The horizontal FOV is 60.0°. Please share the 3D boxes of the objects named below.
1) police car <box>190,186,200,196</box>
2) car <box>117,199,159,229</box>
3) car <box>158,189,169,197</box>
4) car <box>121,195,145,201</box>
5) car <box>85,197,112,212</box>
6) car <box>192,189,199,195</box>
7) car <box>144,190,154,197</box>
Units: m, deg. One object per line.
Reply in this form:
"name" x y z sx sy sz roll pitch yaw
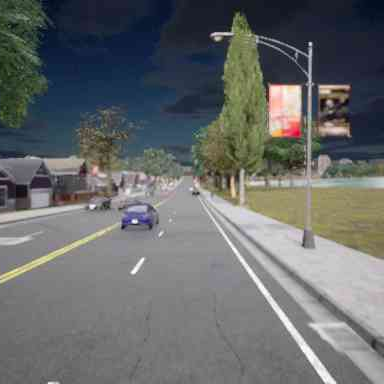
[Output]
"police car" 1.011 0.110 82.780 1.930 1.638 5.238 0 2 0
"car" -3.140 1.427 20.544 1.812 1.442 4.674 0 1 0
"car" -6.467 0.111 75.966 2.097 1.767 4.553 0 2 0
"car" -6.576 1.316 35.364 1.994 1.385 4.181 0 1 0
"car" -9.827 1.246 35.202 2.128 1.511 4.902 0 1 0
"car" 1.015 -0.140 92.668 1.837 1.490 4.892 0 2 0
"car" -9.717 0.257 75.942 1.837 1.490 4.892 0 2 0
